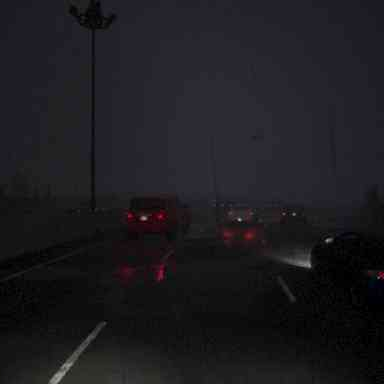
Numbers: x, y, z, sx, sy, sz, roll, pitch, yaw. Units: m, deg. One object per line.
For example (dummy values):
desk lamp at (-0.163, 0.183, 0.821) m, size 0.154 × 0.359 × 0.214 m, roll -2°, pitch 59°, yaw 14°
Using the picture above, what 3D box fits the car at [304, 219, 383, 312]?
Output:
car at (4.174, 1.573, 7.635) m, size 1.994 × 1.385 × 4.181 m, roll 0°, pitch 0°, yaw 5°

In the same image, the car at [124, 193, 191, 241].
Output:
car at (-1.553, 1.210, 16.845) m, size 2.150 × 2.045 × 5.566 m, roll 0°, pitch 0°, yaw 11°

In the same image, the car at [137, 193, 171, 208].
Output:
car at (-5.404, 1.185, 48.333) m, size 2.150 × 2.045 × 5.566 m, roll 0°, pitch 0°, yaw 27°

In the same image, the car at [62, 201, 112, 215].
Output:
car at (-9.211, 1.508, 29.899) m, size 2.033 × 1.411 × 5.357 m, roll 0°, pitch 0°, yaw 18°

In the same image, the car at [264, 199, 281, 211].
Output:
car at (10.095, 1.558, 39.922) m, size 2.033 × 1.411 × 5.357 m, roll 0°, pitch 0°, yaw 27°

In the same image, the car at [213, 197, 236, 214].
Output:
car at (3.740, 1.347, 34.237) m, size 2.097 × 1.767 × 4.553 m, roll 0°, pitch 0°, yaw 22°

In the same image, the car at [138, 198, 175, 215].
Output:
car at (-3.637, 1.451, 35.201) m, size 1.882 × 1.535 × 5.008 m, roll 0°, pitch 0°, yaw 21°

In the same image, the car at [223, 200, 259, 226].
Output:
car at (3.669, 1.526, 23.440) m, size 1.812 × 1.442 × 4.674 m, roll 0°, pitch 0°, yaw 16°

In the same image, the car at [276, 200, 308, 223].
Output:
car at (7.696, 1.558, 24.969) m, size 2.033 × 1.411 × 5.357 m, roll 0°, pitch 0°, yaw 18°
